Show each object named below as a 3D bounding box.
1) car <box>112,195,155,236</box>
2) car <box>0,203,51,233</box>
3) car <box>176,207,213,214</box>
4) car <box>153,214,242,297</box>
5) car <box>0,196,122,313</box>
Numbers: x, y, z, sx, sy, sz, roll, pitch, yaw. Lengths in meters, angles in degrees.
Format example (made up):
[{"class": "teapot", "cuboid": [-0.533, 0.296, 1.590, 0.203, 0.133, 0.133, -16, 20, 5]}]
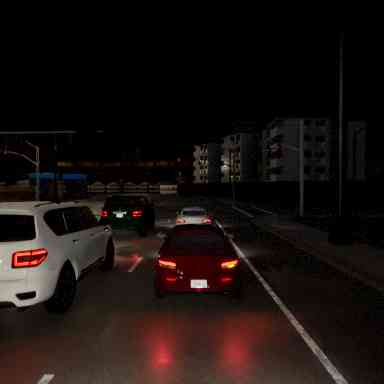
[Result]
[{"class": "car", "cuboid": [-3.355, 1.179, 18.139, 2.150, 2.045, 5.566, 0, 0, 0]}, {"class": "car", "cuboid": [-10.463, 1.475, 20.192, 1.812, 1.442, 4.674, 0, 0, 0]}, {"class": "car", "cuboid": [0.112, 1.490, 17.510, 1.812, 1.442, 4.674, 0, 0, 1]}, {"class": "car", "cuboid": [0.118, 1.521, 8.423, 1.812, 1.442, 4.674, 0, 0, 0]}, {"class": "car", "cuboid": [-3.385, 1.218, 7.780, 2.150, 2.045, 5.566, 0, 0, 0]}]
